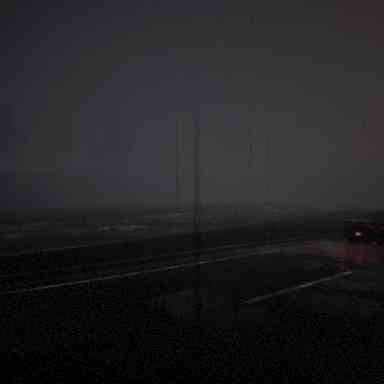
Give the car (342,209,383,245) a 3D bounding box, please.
[{"bbox_3d":[8.539,1.482,14.221,5.008,1.535,1.882,0,0,-32],"label":"car"}]
